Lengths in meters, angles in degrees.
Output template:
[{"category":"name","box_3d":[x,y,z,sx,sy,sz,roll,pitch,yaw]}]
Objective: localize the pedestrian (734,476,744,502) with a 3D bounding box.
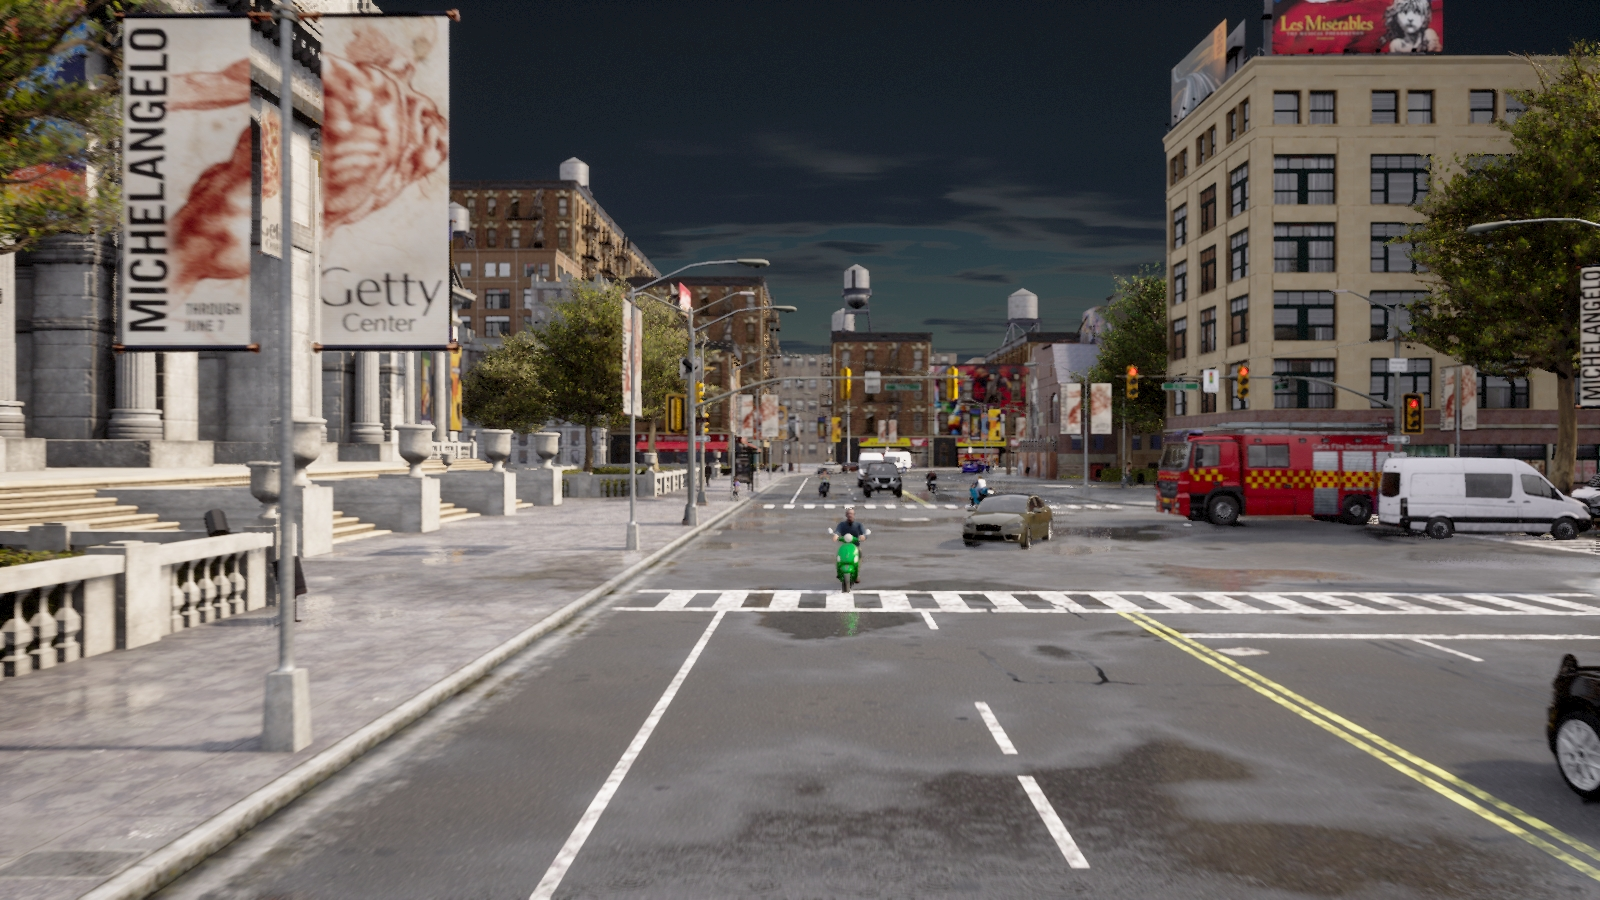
[{"category":"pedestrian","box_3d":[-3.112,1.965,58.072,0.375,1.300,0.375,0,0,30]}]

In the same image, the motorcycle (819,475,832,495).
[{"category":"motorcycle","box_3d":[1.587,2.200,72.155,0.803,1.145,2.033,0,0,1]}]

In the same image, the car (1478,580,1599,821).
[{"category":"car","box_3d":[7.071,1.982,7.574,2.097,1.638,5.238,0,0,1]}]

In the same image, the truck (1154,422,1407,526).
[{"category":"truck","box_3d":[18.165,0.885,43.534,8.468,3.827,2.891,0,0,-2]}]

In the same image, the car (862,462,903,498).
[{"category":"car","box_3d":[4.981,1.768,69.649,2.150,2.045,5.566,0,0,1]}]

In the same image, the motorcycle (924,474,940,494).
[{"category":"motorcycle","box_3d":[8.577,2.193,74.235,0.867,1.251,2.209,0,0,2]}]

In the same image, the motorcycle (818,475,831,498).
[{"category":"motorcycle","box_3d":[1.483,2.158,68.004,0.764,1.277,2.356,0,0,1]}]

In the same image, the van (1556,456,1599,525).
[{"category":"van","box_3d":[32.454,1.532,43.565,5.915,2.561,1.988,0,0,1]}]

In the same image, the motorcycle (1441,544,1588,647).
[{"category":"motorcycle","box_3d":[10.829,2.168,17.443,0.764,1.277,2.356,0,0,0]}]

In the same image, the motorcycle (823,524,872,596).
[{"category":"motorcycle","box_3d":[0.969,2.178,22.890,0.856,1.236,1.805,1,0,6]}]

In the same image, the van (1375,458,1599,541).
[{"category":"van","box_3d":[21.858,1.532,36.464,5.915,2.561,1.988,0,0,7]}]

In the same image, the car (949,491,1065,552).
[{"category":"car","box_3d":[6.219,2.055,33.840,2.231,1.480,4.892,0,0,24]}]
